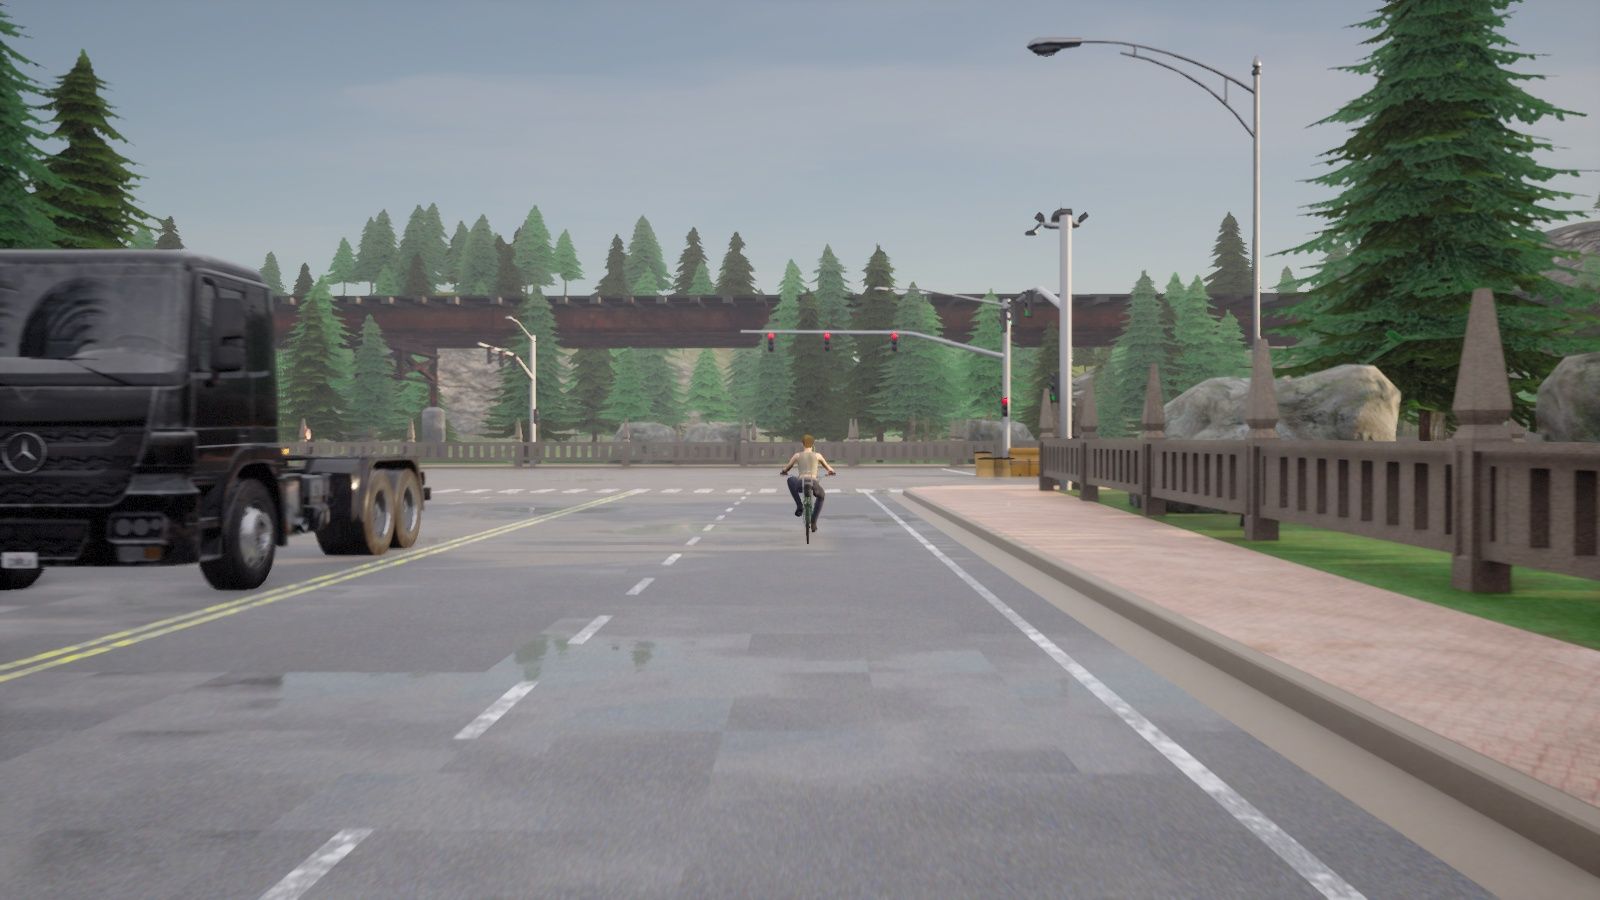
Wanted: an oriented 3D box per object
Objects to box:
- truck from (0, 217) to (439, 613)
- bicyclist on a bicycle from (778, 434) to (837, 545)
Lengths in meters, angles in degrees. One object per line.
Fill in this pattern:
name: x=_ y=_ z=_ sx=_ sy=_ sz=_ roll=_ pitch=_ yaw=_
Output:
truck: x=-6.899 y=-0.325 z=14.952 sx=2.891 sy=3.462 sz=7.936 roll=0 pitch=0 yaw=0
bicyclist on a bicycle: x=0.118 y=0.576 z=18.993 sx=0.866 sy=1.612 sz=1.509 roll=0 pitch=0 yaw=1
